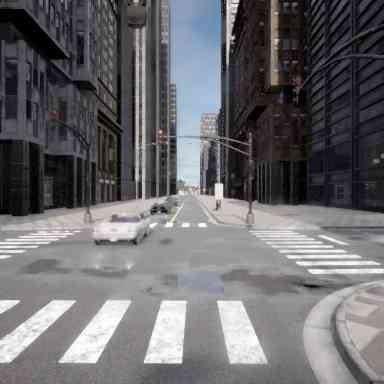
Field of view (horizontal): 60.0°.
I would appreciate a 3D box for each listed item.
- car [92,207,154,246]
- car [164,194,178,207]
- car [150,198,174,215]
[{"bbox_3d":[-3.135,1.604,15.483,1.895,1.301,4.718,0,0,0],"label":"car"},{"bbox_3d":[-3.198,1.528,52.135,1.837,1.490,4.892,0,-1,0],"label":"car"},{"bbox_3d":[-3.173,1.612,34.122,1.895,1.301,4.718,0,0,0],"label":"car"}]
